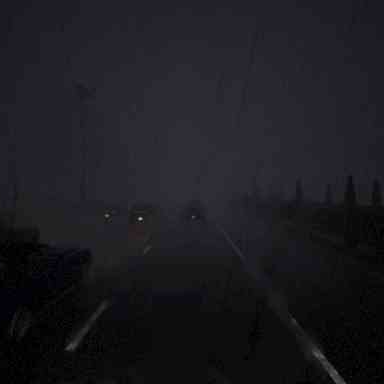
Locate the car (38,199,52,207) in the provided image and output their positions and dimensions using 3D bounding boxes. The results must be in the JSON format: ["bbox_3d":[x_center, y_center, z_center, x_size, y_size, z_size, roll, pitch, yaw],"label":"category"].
[{"bbox_3d":[-21.004,1.625,49.404,1.895,1.301,4.718,0,0,0],"label":"car"}]

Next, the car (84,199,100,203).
[{"bbox_3d":[-14.028,1.623,47.327,1.895,1.301,4.718,0,0,1],"label":"car"}]

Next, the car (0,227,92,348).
[{"bbox_3d":[-3.401,1.604,6.216,1.895,1.301,4.718,0,0,0],"label":"car"}]

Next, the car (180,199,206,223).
[{"bbox_3d":[0.098,1.537,25.412,1.812,1.442,4.674,0,0,0],"label":"car"}]

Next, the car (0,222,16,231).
[{"bbox_3d":[-6.901,1.606,10.981,1.895,1.301,4.718,0,0,0],"label":"car"}]

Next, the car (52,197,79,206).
[{"bbox_3d":[-17.533,1.529,47.005,1.837,1.490,4.892,0,-1,1],"label":"car"}]

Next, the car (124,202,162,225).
[{"bbox_3d":[-3.402,1.516,24.435,1.837,1.490,4.892,0,0,0],"label":"car"}]

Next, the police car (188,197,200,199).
[{"bbox_3d":[0.097,1.444,42.877,1.930,1.638,5.238,0,0,0],"label":"police car"}]

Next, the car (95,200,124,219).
[{"bbox_3d":[-6.902,1.614,29.211,1.895,1.301,4.718,0,0,0],"label":"car"}]
